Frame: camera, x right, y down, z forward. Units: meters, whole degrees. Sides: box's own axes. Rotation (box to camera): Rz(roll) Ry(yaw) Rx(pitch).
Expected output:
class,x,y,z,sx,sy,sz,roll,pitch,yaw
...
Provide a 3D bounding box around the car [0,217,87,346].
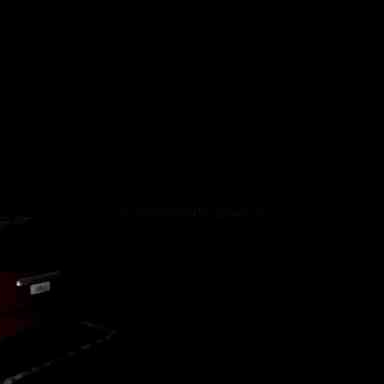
class,x,y,z,sx,sy,sz,roll,pitch,yaw
car,-3.939,1.369,5.779,5.009,1.841,2.192,-1,0,36
